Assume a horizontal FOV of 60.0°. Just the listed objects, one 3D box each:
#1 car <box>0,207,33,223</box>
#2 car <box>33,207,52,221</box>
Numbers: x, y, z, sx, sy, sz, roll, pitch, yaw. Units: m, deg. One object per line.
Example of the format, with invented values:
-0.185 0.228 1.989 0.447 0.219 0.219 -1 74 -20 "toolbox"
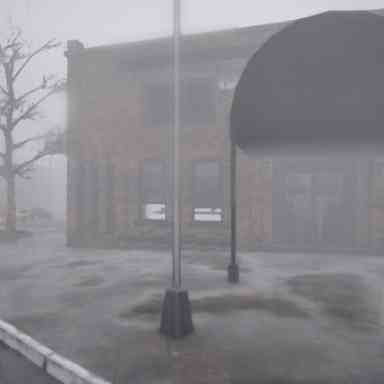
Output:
-17.314 2.230 31.351 1.801 1.575 5.366 0 -1 -4 "car"
-17.289 2.406 36.765 1.837 1.490 4.892 0 -1 4 "car"
